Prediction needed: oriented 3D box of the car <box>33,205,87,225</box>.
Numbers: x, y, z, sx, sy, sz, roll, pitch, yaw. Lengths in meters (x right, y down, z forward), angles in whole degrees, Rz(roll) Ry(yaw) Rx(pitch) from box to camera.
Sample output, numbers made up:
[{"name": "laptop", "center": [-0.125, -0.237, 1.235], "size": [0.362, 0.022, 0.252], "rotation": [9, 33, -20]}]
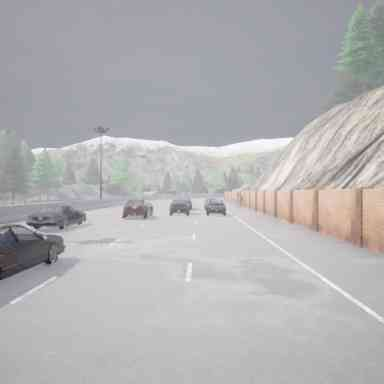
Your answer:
[{"name": "car", "center": [-8.457, 1.548, 21.230], "size": [2.033, 1.411, 5.357], "rotation": [0, 0, 1]}]

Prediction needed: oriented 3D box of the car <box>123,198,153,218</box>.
[{"name": "car", "center": [-4.756, 1.351, 29.940], "size": [2.097, 1.767, 4.553], "rotation": [0, 0, 1]}]

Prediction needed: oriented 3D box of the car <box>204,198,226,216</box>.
[{"name": "car", "center": [2.312, 1.492, 32.820], "size": [2.128, 1.511, 4.902], "rotation": [0, 0, 1]}]

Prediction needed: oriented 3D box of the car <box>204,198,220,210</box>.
[{"name": "car", "center": [2.550, 1.526, 43.266], "size": [1.812, 1.442, 4.674], "rotation": [0, 0, 1]}]

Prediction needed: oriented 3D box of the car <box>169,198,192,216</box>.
[{"name": "car", "center": [-1.184, 1.505, 33.046], "size": [1.837, 1.490, 4.892], "rotation": [0, 0, 1]}]

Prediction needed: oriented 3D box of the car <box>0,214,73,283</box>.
[{"name": "car", "center": [-5.245, 1.547, 8.716], "size": [2.033, 1.411, 5.357], "rotation": [0, 0, 2]}]
